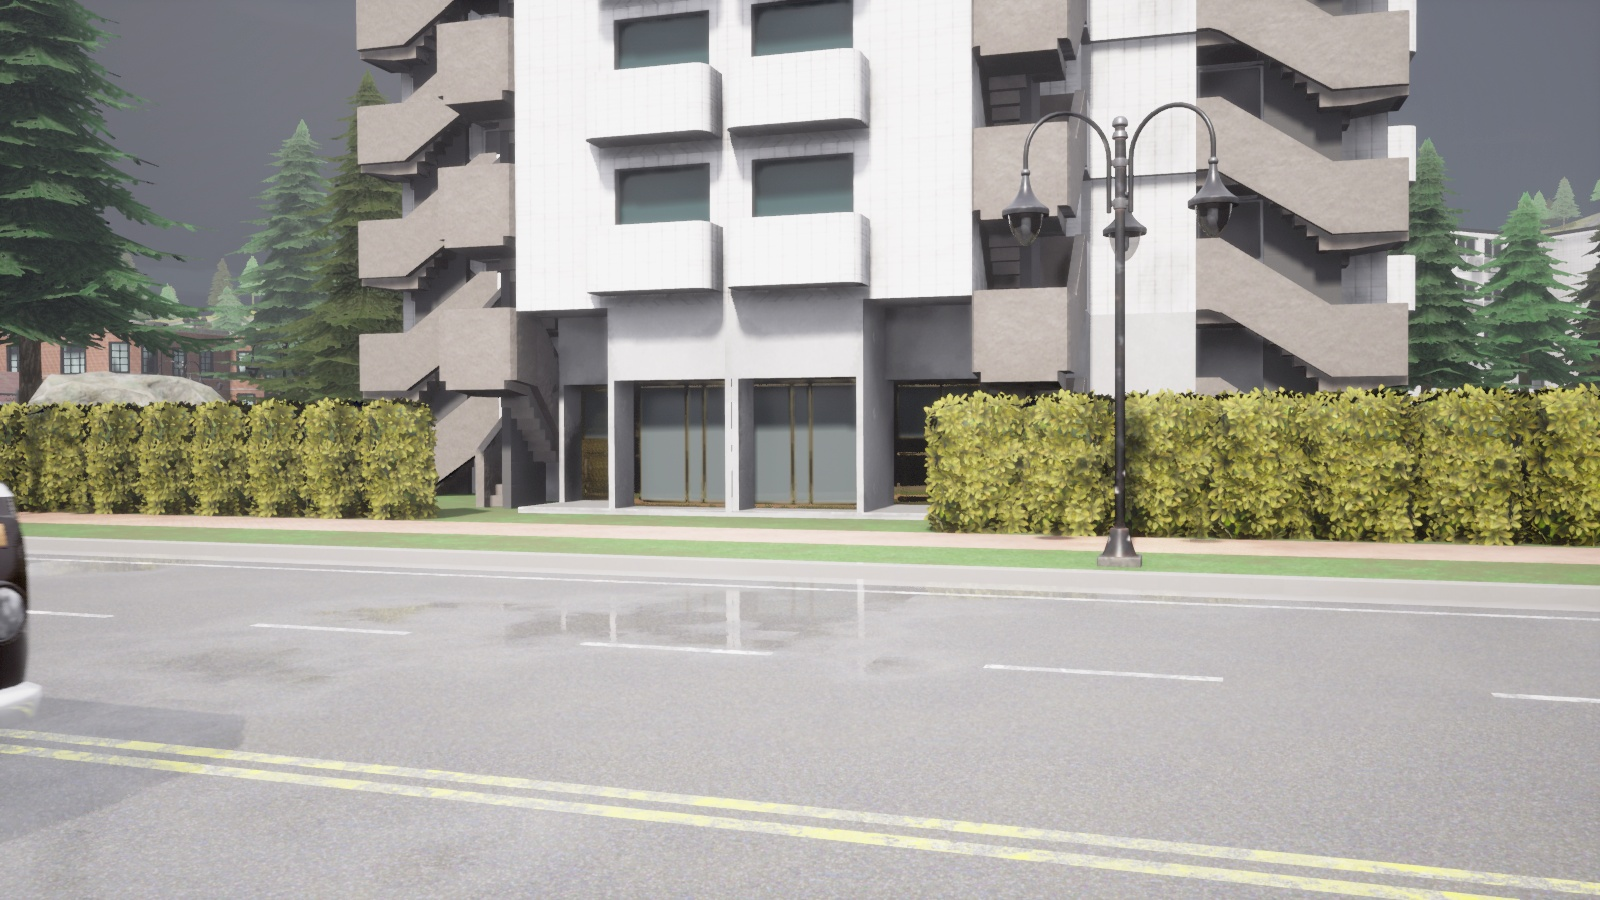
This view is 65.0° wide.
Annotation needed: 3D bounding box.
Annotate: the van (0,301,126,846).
[{"bbox_3d":[-5.263,0.451,4.959,4.480,2.038,2.069,1,1,19],"label":"van"}]
